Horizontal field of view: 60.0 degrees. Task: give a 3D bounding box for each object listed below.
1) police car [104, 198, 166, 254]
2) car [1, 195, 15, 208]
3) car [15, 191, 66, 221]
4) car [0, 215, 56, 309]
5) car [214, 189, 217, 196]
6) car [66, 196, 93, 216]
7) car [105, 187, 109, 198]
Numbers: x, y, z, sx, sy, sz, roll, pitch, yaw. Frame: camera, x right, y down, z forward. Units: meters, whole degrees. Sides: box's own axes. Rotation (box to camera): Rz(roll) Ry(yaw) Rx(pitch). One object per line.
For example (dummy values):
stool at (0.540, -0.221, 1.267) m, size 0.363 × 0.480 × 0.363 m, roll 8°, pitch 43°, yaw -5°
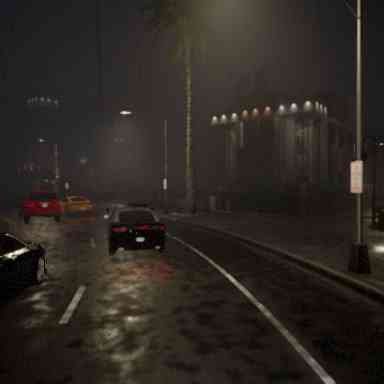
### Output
police car at (-2.337, 1.247, 12.904) m, size 1.930 × 1.638 × 5.238 m, roll 0°, pitch 1°, yaw -16°
car at (-19.979, 1.048, 37.831) m, size 4.674 × 1.442 × 1.812 m, roll 0°, pitch 1°, yaw 40°
car at (-10.648, 0.925, 23.049) m, size 2.150 × 2.045 × 5.566 m, roll -1°, pitch 1°, yaw -33°
car at (-4.160, 1.430, 6.042) m, size 1.837 × 1.490 × 4.892 m, roll 0°, pitch 1°, yaw -8°
car at (4.727, 0.601, 56.586) m, size 4.674 × 1.452 × 2.002 m, roll 0°, pitch 1°, yaw 38°
car at (-9.943, 1.111, 27.870) m, size 1.882 × 1.535 × 5.008 m, roll -1°, pitch 1°, yaw -36°
car at (-15.502, 0.478, 57.945) m, size 4.553 × 1.767 × 2.185 m, roll 0°, pitch 1°, yaw 38°
